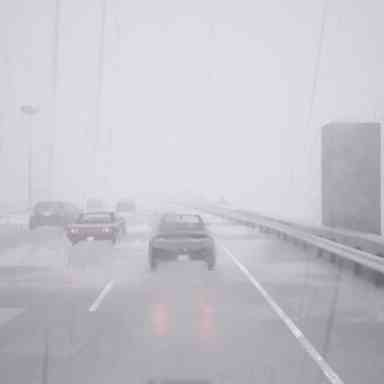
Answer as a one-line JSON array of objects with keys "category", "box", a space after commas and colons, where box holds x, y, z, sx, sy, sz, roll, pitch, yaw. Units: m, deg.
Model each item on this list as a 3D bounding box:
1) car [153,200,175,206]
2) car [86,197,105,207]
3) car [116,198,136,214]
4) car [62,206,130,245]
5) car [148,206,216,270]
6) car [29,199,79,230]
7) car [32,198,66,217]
[{"category": "car", "box": [-2.459, 1.401, 29.677, 1.812, 1.442, 4.674, 0, 0, -9]}, {"category": "car", "box": [-11.563, 1.325, 40.021, 1.882, 1.535, 5.008, 0, 0, -12]}, {"category": "car", "box": [-6.711, 1.343, 33.759, 1.882, 1.535, 5.008, 0, 0, -10]}, {"category": "car", "box": [-4.177, 1.542, 15.313, 1.895, 1.301, 4.718, 0, 0, -5]}, {"category": "car", "box": [-0.366, 1.445, 10.852, 2.128, 1.511, 4.902, 0, 0, -3]}, {"category": "car", "box": [-8.254, 1.278, 20.531, 2.097, 1.767, 4.553, 0, 0, -6]}, {"category": "car", "box": [-13.407, 1.365, 31.505, 1.882, 1.535, 5.008, 0, 0, -10]}]
